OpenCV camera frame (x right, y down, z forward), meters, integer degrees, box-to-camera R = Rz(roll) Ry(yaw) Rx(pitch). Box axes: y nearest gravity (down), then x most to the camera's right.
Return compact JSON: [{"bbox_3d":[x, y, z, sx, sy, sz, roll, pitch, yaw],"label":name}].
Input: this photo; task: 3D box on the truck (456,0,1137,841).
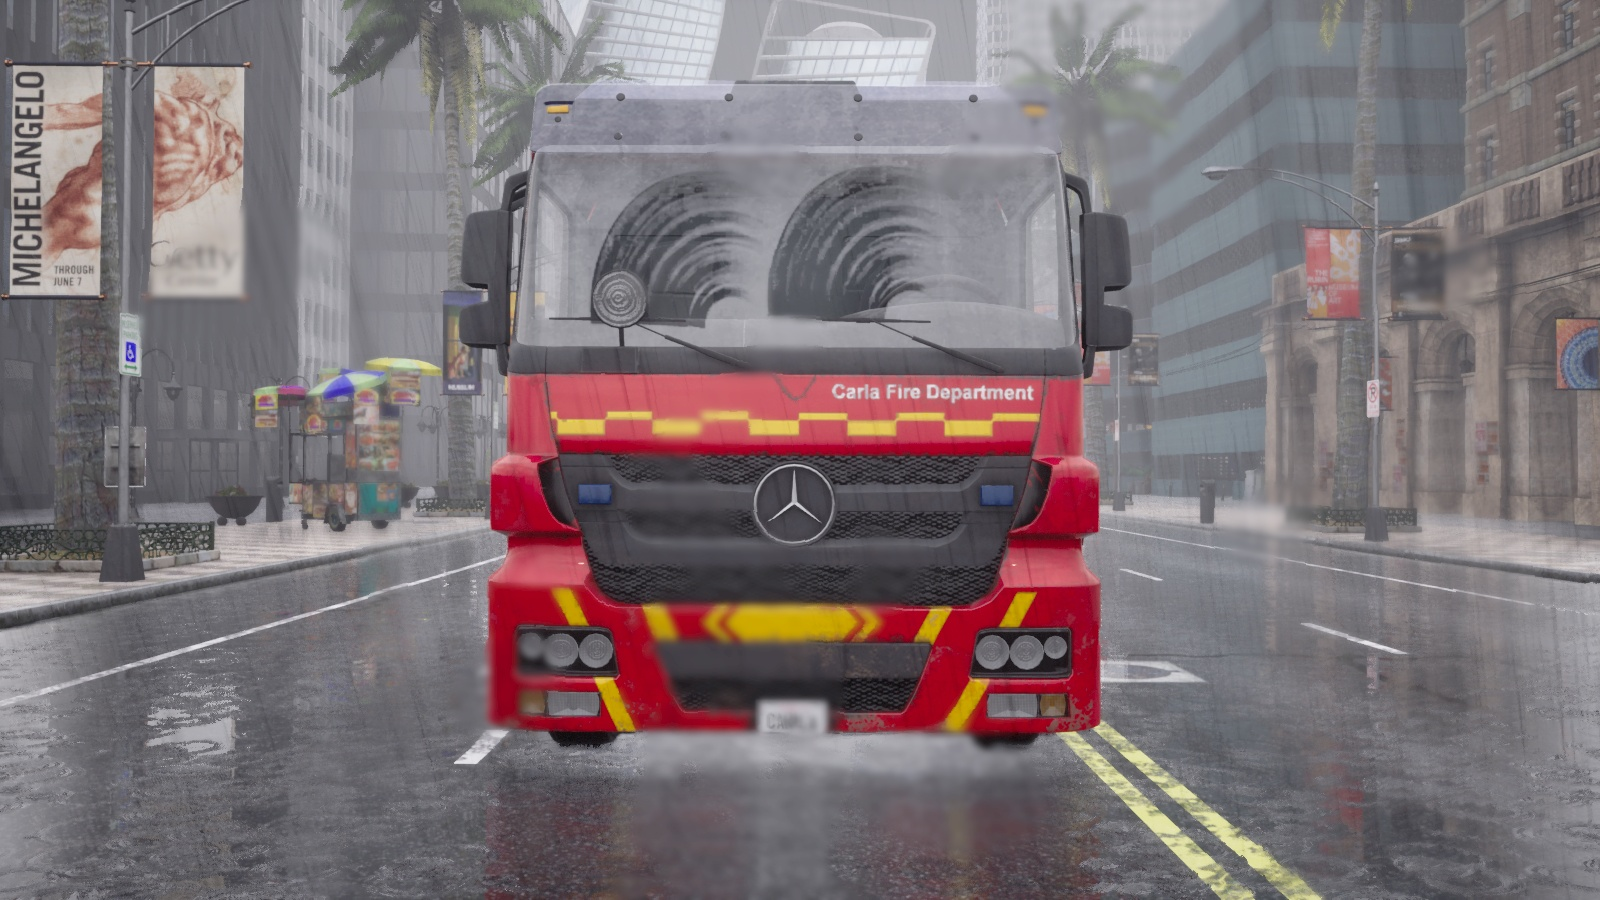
[{"bbox_3d":[-0.025,-0.189,9.594,2.891,3.827,8.468,0,-1,0],"label":"truck"}]
